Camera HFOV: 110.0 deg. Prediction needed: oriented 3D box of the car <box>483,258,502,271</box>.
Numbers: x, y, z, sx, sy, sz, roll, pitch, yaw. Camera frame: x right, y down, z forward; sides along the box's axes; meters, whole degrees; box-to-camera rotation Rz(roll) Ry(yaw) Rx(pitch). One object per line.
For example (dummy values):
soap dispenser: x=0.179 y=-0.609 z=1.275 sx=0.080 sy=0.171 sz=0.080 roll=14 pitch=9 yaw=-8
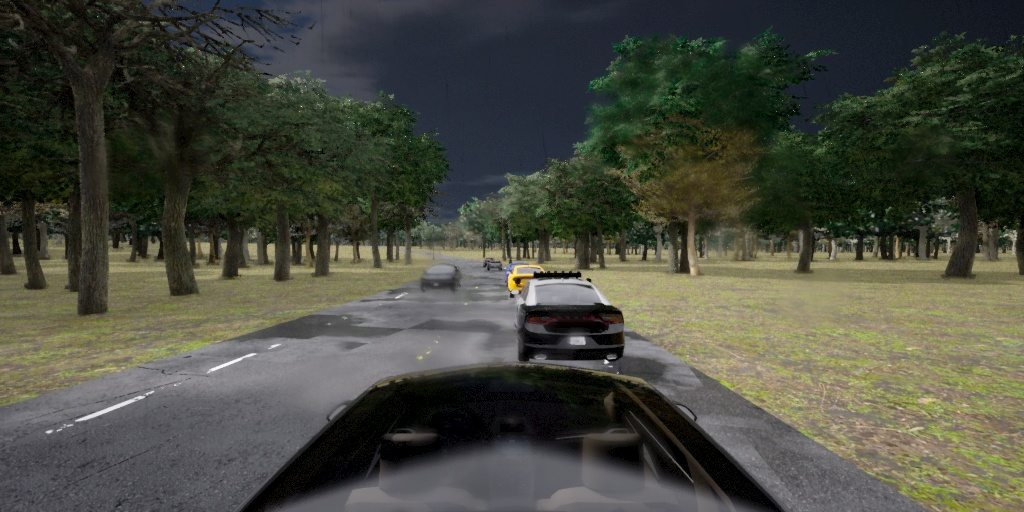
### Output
car: x=-2.352 y=1.117 z=47.493 sx=2.128 sy=1.511 sz=4.902 roll=0 pitch=0 yaw=-6

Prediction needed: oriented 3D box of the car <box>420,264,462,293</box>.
car: x=-4.028 y=1.201 z=20.990 sx=1.882 sy=1.535 sz=5.008 roll=0 pitch=0 yaw=-3

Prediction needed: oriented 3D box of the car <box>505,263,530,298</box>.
car: x=0.776 y=1.203 z=18.338 sx=1.882 sy=1.535 sz=5.008 roll=0 pitch=0 yaw=-2

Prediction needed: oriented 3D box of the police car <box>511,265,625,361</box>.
police car: x=1.032 y=1.169 z=8.382 sx=1.930 sy=1.638 sz=5.238 roll=0 pitch=0 yaw=-1
